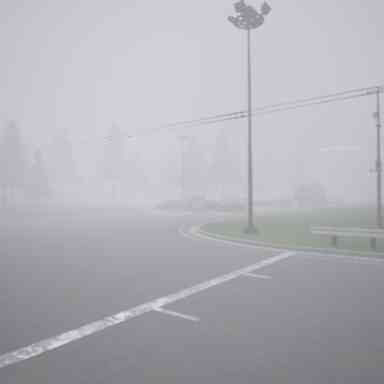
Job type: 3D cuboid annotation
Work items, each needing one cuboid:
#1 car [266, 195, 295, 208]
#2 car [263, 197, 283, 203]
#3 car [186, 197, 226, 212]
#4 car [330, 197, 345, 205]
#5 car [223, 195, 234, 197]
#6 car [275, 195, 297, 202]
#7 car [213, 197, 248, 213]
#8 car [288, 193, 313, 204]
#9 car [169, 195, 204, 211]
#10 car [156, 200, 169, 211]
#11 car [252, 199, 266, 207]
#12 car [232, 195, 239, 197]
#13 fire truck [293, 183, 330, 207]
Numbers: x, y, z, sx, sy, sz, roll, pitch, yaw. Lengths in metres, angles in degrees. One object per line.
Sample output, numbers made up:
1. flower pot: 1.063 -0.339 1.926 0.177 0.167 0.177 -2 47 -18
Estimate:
1. car: 14.213 1.693 53.150 2.128 1.511 4.902 -1 0 37
2. car: 17.693 1.664 72.761 4.718 1.301 1.895 0 0 -41
3. car: 1.880 1.730 42.187 2.128 1.511 4.902 -1 0 36
4. car: 26.372 1.700 61.791 5.357 1.411 2.033 0 0 -38
5. car: 6.803 1.532 60.825 2.150 2.045 5.566 -1 0 37
6. car: 19.862 1.372 70.034 4.892 1.490 1.837 0 0 -38
7. car: 4.920 1.728 40.420 1.812 1.442 4.674 -1 0 36
8. car: 22.023 1.246 67.266 5.566 2.045 2.150 0 0 -41
9. car: -0.240 1.499 45.229 2.150 2.045 5.566 -1 -1 36
10. car: -3.077 1.789 47.268 1.882 1.535 5.008 -1 0 36
11. car: 11.440 1.839 55.344 1.895 1.301 4.718 -1 0 36
12. car: 9.444 1.779 58.558 1.837 1.490 4.892 -1 0 36
13. fire truck: 19.487 0.506 54.454 2.891 3.827 8.468 -1 0 36
